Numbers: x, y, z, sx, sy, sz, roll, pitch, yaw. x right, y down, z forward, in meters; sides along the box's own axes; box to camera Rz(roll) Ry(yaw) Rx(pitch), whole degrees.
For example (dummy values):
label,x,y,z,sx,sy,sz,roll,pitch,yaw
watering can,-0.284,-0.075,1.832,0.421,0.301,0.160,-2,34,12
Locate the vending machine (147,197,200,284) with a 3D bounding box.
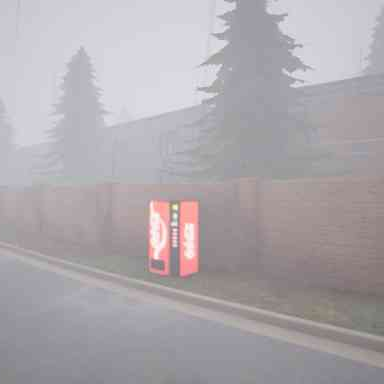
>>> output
label,x,y,z,sx,sy,sz,roll,pitch,yaw
vending machine,-0.484,1.193,8.793,0.880,2.100,1.100,0,0,39
